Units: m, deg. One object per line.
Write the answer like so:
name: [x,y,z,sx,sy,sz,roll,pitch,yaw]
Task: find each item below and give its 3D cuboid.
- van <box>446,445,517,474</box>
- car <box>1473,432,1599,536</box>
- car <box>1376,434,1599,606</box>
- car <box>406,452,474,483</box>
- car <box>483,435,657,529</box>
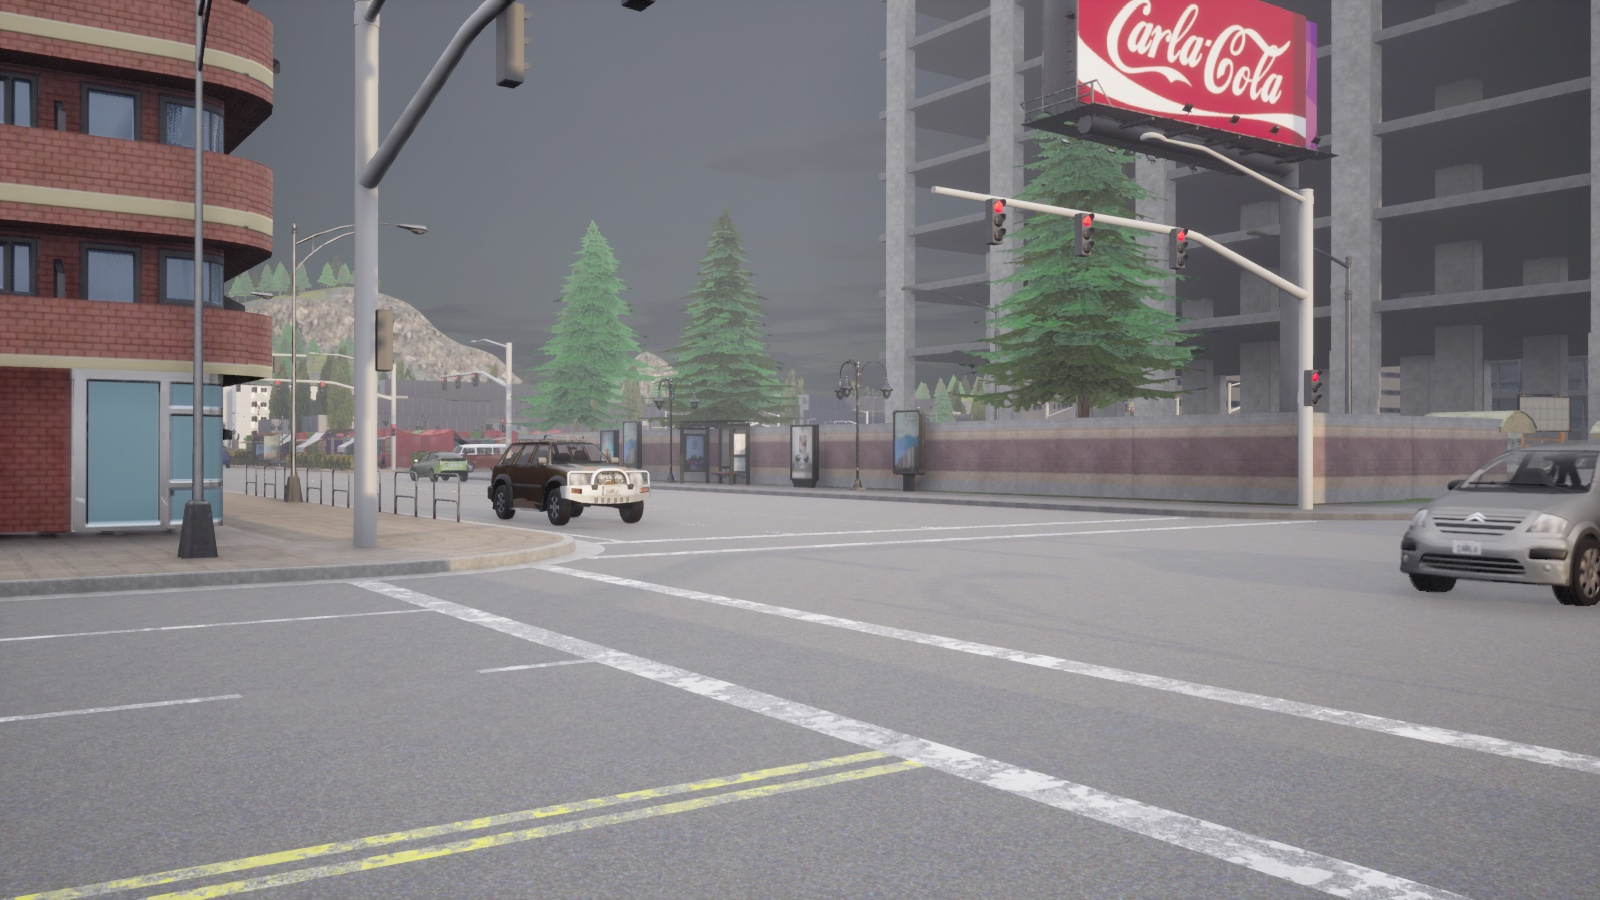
van: [-22.778,0.681,89.898,4.480,2.038,2.069,0,0,-35]
car: [14.216,0.547,22.089,5.027,1.651,2.152,0,0,-35]
car: [8.262,0.659,13.677,3.988,1.617,1.851,0,0,-35]
car: [-18.486,0.888,64.403,2.007,1.525,4.514,0,0,-35]
car: [-5.046,0.638,27.088,1.932,1.855,4.605,0,0,-35]
